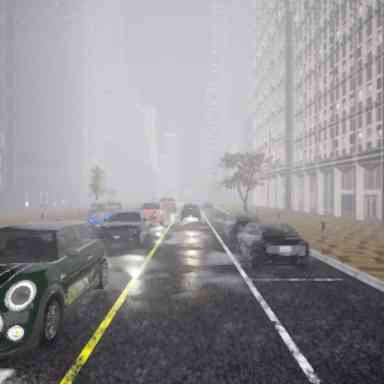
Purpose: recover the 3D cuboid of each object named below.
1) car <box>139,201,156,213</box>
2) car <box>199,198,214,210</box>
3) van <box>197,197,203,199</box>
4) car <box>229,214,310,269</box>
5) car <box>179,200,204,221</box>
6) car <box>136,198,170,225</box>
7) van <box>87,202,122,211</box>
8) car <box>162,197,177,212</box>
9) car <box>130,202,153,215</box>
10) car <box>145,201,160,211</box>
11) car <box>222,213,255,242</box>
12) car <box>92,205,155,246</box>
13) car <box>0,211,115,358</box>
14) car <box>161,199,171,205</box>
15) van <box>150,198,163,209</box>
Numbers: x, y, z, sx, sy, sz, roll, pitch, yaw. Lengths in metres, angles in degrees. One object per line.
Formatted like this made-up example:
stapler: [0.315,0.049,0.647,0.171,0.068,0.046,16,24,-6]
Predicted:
car: [-5.941,1.973,44.983,1.752,1.417,4.829,-1,-1,0]
car: [2.407,2.071,50.824,1.802,1.307,4.206,-1,-1,0]
van: [2.213,2.192,84.575,1.690,1.788,3.998,-1,-1,0]
car: [2.628,1.666,11.451,1.947,1.339,4.313,-1,-1,0]
car: [-0.109,1.791,30.288,1.837,1.490,4.892,0,0,1]
car: [-3.195,1.608,26.450,2.097,1.767,4.553,0,-1,0]
van: [-5.819,1.566,22.656,1.690,1.788,3.998,-1,-1,0]
car: [-3.240,1.651,44.907,2.150,2.045,5.566,0,-1,0]
car: [-5.910,1.943,39.527,2.008,1.369,4.403,-1,-1,0]
car: [-5.973,2.052,50.777,1.887,1.381,4.507,-1,-1,0]
car: [2.596,1.719,17.076,1.947,1.339,4.313,-1,-1,0]
car: [-3.172,1.637,16.410,1.882,1.535,5.008,0,-1,-1]
car: [-3.124,1.418,6.403,2.097,1.767,4.553,0,0,0]
car: [-6.130,2.358,78.901,2.008,1.369,4.403,-1,-1,0]
van: [-6.008,1.908,56.403,1.690,1.788,3.998,-1,-1,0]
